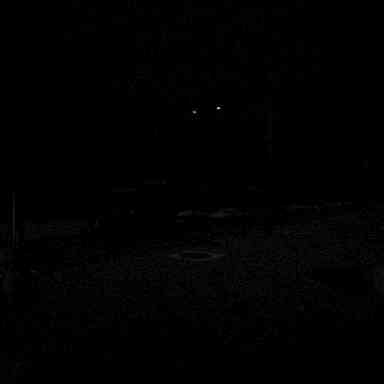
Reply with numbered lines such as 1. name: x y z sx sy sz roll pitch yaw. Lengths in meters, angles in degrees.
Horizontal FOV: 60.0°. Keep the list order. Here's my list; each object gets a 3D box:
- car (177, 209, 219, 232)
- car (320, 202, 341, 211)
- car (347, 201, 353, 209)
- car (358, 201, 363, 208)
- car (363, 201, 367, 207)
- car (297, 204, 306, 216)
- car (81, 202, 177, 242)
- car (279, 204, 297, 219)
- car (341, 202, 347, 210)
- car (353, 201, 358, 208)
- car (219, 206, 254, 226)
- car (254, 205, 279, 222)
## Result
1. car: -0.217 1.817 21.961 1.802 1.307 4.206 -1 -1 35
2. car: 21.676 2.319 52.798 2.008 1.369 4.403 -1 -1 35
3. car: 27.931 2.485 61.608 1.947 1.339 4.313 -1 -1 35
4. car: 34.185 2.635 70.419 1.947 1.339 4.313 -1 -1 35
5. car: 40.440 2.789 79.228 1.947 1.339 4.313 -1 -1 35
6. car: 12.293 2.092 39.583 2.008 1.369 4.403 -1 -1 35
7. car: -3.344 1.473 17.561 2.192 1.841 5.009 -1 -1 35
8. car: 9.165 2.031 35.177 1.947 1.339 4.313 -1 -1 35
9. car: 24.705 2.367 57.065 1.752 1.417 4.829 -1 -1 35
10. car: 31.058 2.576 66.014 1.802 1.307 4.206 -1 -1 35
11. car: 2.812 1.835 26.229 1.752 1.417 4.829 -1 -1 35
12. car: 6.038 1.954 30.772 1.947 1.339 4.313 -1 -1 35
